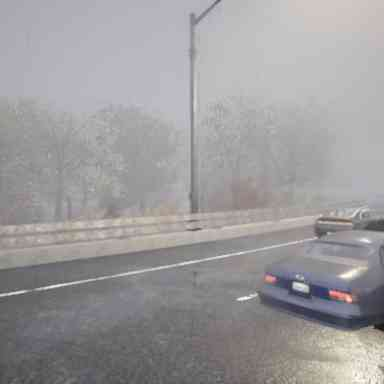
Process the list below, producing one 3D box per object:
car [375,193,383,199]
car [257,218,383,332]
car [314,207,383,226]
[{"bbox_3d":[46.733,1.043,81.490,1.994,1.385,4.181,0,0,5],"label":"car"},{"bbox_3d":[3.625,1.509,6.773,5.357,1.411,2.033,-1,0,-40],"label":"car"},{"bbox_3d":[7.193,1.412,14.716,4.902,1.511,2.128,-1,0,-44],"label":"car"}]
